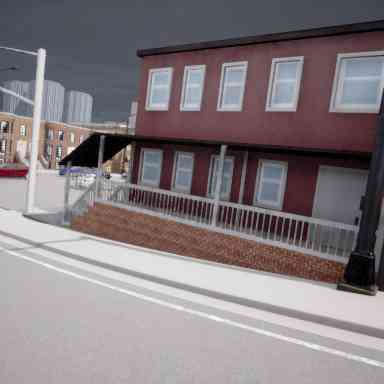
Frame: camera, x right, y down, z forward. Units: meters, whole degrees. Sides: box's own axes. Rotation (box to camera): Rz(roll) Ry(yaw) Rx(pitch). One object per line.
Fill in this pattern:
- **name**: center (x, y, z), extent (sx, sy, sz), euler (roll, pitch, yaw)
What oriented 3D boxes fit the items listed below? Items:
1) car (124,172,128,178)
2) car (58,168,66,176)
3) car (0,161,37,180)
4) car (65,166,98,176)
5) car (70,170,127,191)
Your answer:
- **car**: center (-8.431, -2.553, 49.946), extent (2.128, 1.511, 4.902), euler (10, 6, 36)
- **car**: center (-14.307, -2.574, 41.832), extent (1.882, 1.535, 5.008), euler (10, 6, 36)
- **car**: center (-17.367, -2.062, 31.672), extent (1.882, 1.535, 5.008), euler (10, 6, 35)
- **car**: center (-11.851, -2.044, 39.321), extent (2.128, 1.511, 4.902), euler (10, 6, 35)
- **car**: center (-8.779, -0.950, 31.421), extent (1.812, 1.442, 4.674), euler (10, 6, 35)
